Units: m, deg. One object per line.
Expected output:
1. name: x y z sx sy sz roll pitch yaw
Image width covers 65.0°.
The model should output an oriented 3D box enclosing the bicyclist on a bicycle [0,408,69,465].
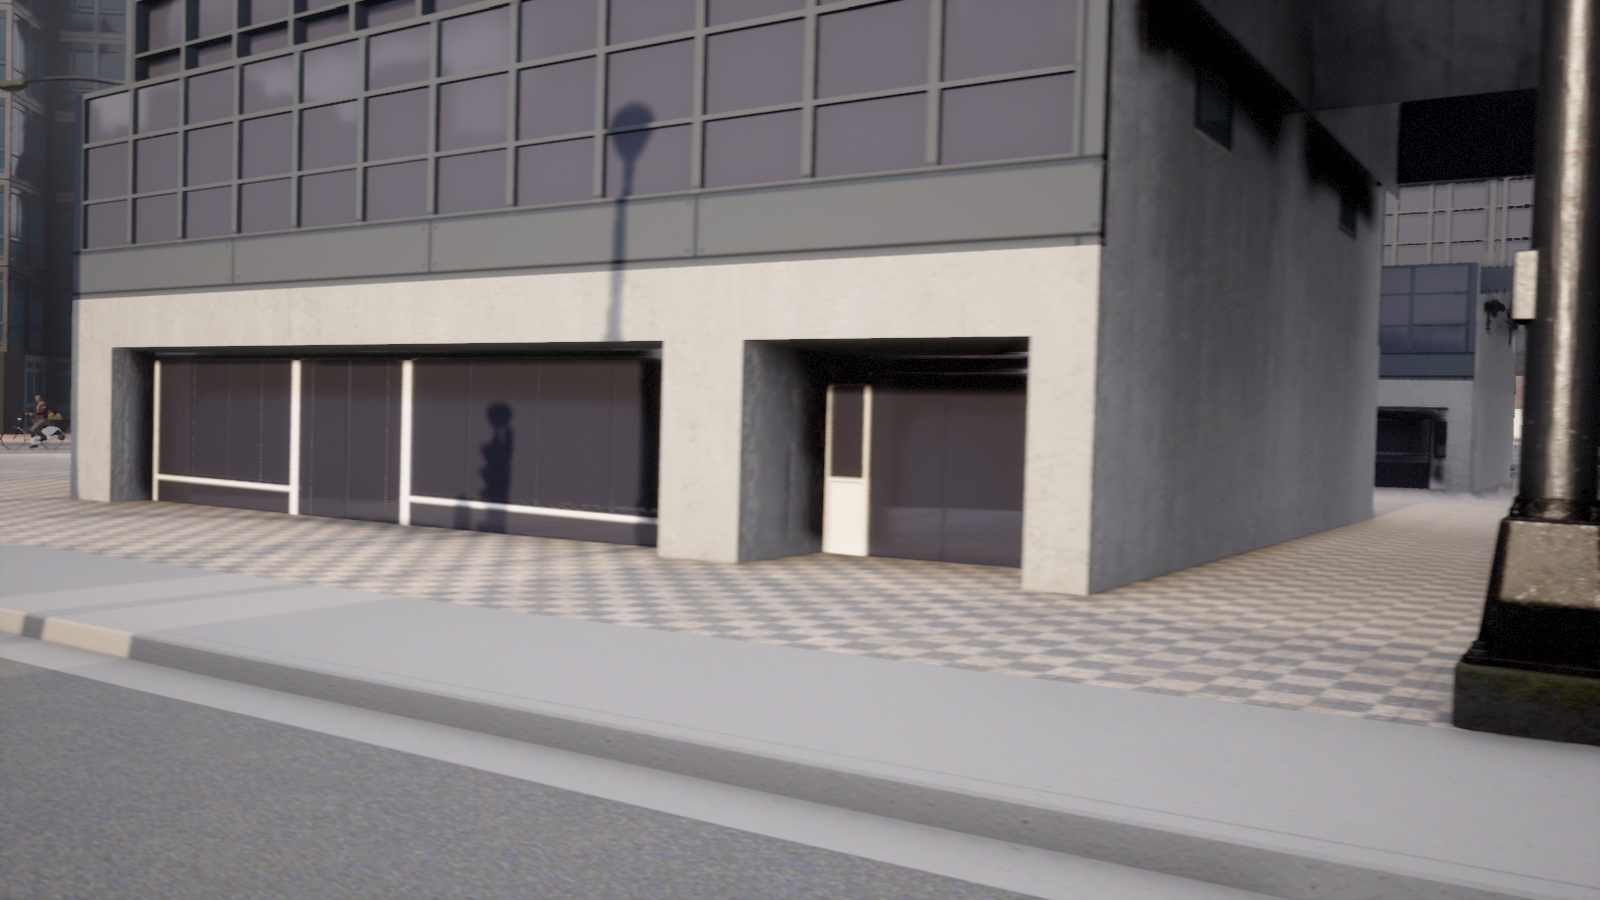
1. bicyclist on a bicycle: -24.303 -0.428 39.817 0.659 1.776 1.843 2 2 34

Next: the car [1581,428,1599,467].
1. car: 35.659 -0.075 52.663 4.856 1.649 2.033 2 2 31
